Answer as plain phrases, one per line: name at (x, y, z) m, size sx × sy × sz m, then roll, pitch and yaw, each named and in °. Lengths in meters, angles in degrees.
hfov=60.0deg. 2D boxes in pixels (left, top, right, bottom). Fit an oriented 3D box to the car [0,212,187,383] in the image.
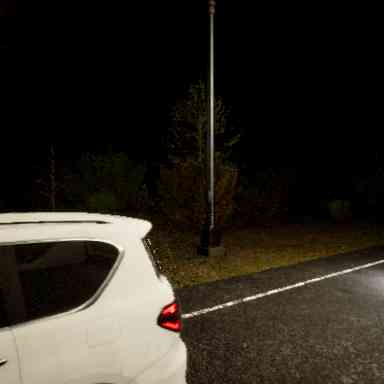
car at (-2.618, 1.221, 2.031) m, size 5.566 × 2.045 × 2.150 m, roll 0°, pitch 0°, yaw -37°
